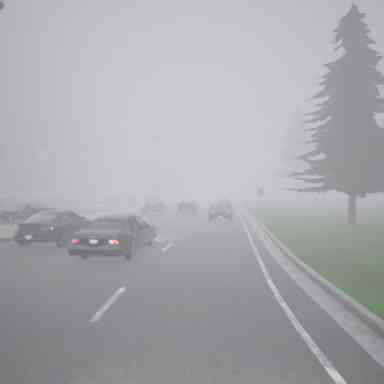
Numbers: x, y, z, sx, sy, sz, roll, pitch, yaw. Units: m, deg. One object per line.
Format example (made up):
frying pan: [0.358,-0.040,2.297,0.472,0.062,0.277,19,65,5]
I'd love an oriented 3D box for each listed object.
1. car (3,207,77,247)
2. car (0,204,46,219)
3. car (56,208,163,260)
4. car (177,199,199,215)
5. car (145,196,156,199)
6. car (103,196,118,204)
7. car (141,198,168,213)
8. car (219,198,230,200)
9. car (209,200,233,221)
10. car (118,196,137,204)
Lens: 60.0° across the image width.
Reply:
car: [-5.961,1.527,14.895,1.812,1.442,4.674,0,0,6]
car: [-12.975,1.603,26.458,1.895,1.301,4.718,0,0,6]
car: [-2.721,1.550,12.558,2.033,1.411,5.357,0,0,6]
car: [-0.326,1.488,34.198,1.882,1.535,5.008,0,0,6]
car: [-8.400,1.494,67.583,1.882,1.535,5.008,0,0,5]
car: [-15.702,1.519,64.656,2.128,1.511,4.902,0,0,6]
car: [-3.801,1.609,34.622,1.895,1.301,4.718,0,0,6]
car: [4.112,1.521,42.316,1.837,1.490,4.892,0,0,6]
car: [2.430,1.610,27.405,1.895,1.301,4.718,0,0,6]
car: [-12.184,1.515,64.782,2.128,1.511,4.902,0,0,6]
